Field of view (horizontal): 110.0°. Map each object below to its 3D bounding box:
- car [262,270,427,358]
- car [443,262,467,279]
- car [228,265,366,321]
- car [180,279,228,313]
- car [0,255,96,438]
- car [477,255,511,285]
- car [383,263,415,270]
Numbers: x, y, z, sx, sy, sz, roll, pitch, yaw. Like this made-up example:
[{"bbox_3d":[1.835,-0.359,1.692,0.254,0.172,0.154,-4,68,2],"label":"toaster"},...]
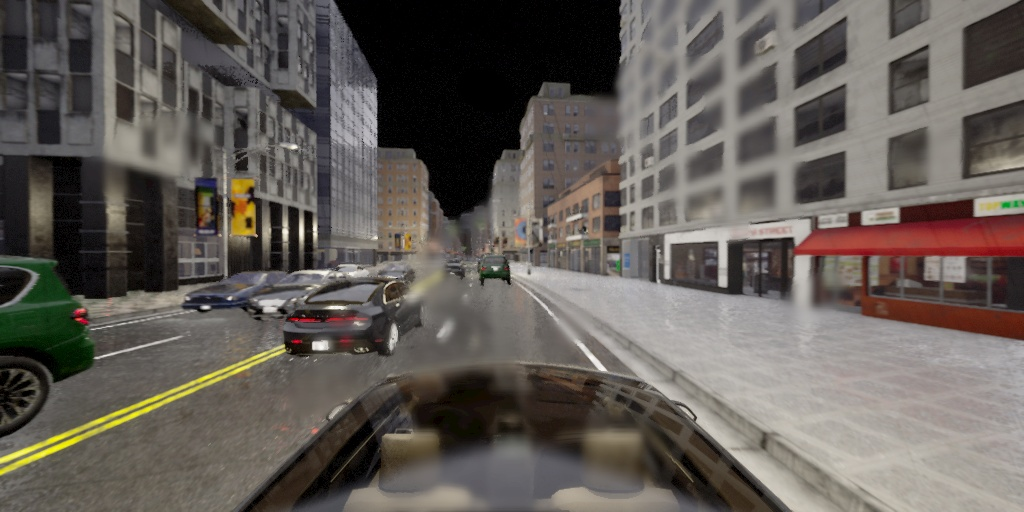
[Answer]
[{"bbox_3d":[-3.317,1.258,8.521,1.837,1.490,4.892,0,1,-2],"label":"car"},{"bbox_3d":[-5.180,1.251,32.592,1.837,1.490,4.892,0,1,-6],"label":"car"},{"bbox_3d":[-6.934,1.250,12.539,2.128,1.511,4.902,0,0,-3],"label":"car"},{"bbox_3d":[-10.277,1.314,14.522,2.033,1.411,5.357,0,0,-3],"label":"car"},{"bbox_3d":[-6.653,0.989,2.412,2.150,2.045,5.566,0,0,0],"label":"car"},{"bbox_3d":[-1.321,0.958,26.573,2.150,2.045,5.566,0,0,-5],"label":"car"},{"bbox_3d":[-7.575,1.247,23.810,2.128,1.511,4.902,0,0,-5],"label":"car"}]
